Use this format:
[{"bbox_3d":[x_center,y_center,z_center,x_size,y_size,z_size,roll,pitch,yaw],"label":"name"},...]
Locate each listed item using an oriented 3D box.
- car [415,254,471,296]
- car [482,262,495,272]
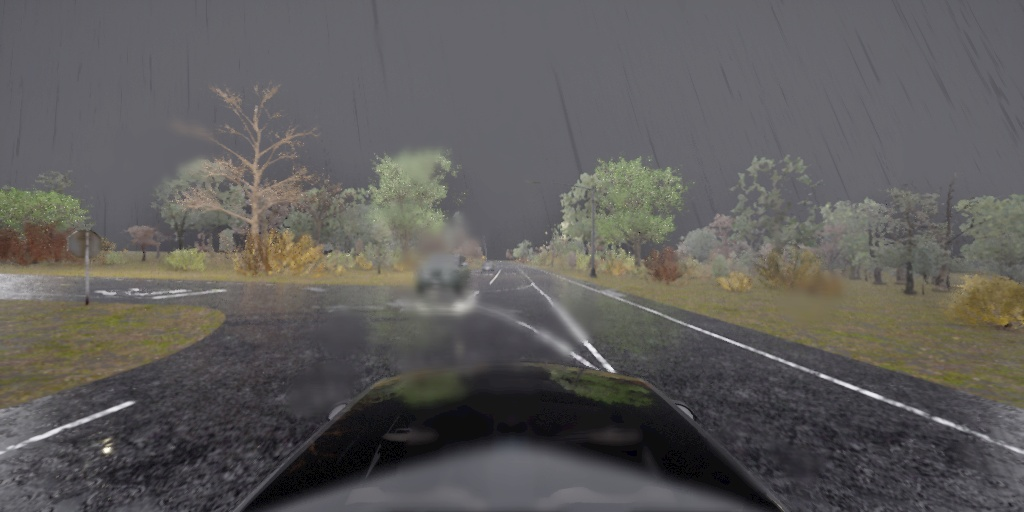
[{"bbox_3d":[-3.482,0.896,19.217,2.150,2.045,5.566,1,-1,0],"label":"car"},{"bbox_3d":[-3.670,1.724,55.782,2.128,1.511,4.902,0,-1,-1],"label":"car"}]
